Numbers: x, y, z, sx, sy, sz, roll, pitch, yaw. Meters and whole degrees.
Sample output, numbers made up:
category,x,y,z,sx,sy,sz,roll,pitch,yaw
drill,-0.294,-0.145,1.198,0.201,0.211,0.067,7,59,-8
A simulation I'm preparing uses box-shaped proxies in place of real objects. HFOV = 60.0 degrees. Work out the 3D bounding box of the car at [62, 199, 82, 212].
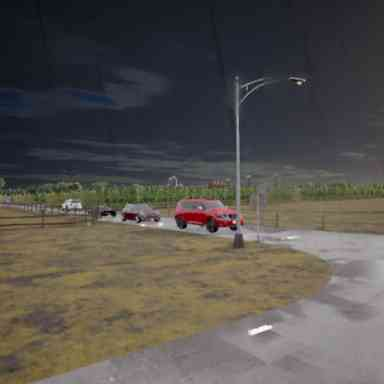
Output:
category,x,y,z,sx,sy,sz,roll,pitch,yaw
car,-20.961,2.319,57.891,2.150,2.045,5.566,0,-1,-36

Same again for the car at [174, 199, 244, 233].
category,x,y,z,sx,sy,sz,roll,pitch,yaw
car,0.954,1.513,22.333,2.150,2.045,5.566,0,-1,-36

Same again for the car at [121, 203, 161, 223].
category,x,y,z,sx,sy,sz,roll,pitch,yaw
car,-4.696,1.829,30.207,2.097,1.767,4.553,0,-1,-36

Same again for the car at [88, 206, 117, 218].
category,x,y,z,sx,sy,sz,roll,pitch,yaw
car,-10.269,2.264,37.975,1.895,1.301,4.718,0,-1,-36
